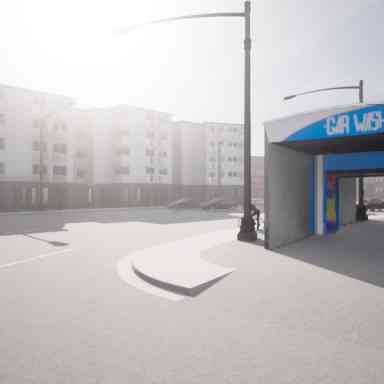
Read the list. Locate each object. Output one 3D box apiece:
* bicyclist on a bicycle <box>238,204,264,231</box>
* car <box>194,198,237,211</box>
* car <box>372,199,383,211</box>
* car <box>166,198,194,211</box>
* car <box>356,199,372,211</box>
[{"bbox_3d":[3.233,1.301,18.267,1.656,1.620,0.582,0,0,38],"label":"bicyclist on a bicycle"},{"bbox_3d":[3.135,1.504,39.678,4.892,1.490,1.837,0,0,-31],"label":"car"},{"bbox_3d":[22.009,1.526,39.913,4.674,1.442,1.812,0,0,-18],"label":"car"},{"bbox_3d":[-0.973,1.525,41.142,4.674,1.442,1.812,0,0,-34],"label":"car"},{"bbox_3d":[15.684,1.601,34.084,4.718,1.301,1.895,0,0,-22],"label":"car"}]
